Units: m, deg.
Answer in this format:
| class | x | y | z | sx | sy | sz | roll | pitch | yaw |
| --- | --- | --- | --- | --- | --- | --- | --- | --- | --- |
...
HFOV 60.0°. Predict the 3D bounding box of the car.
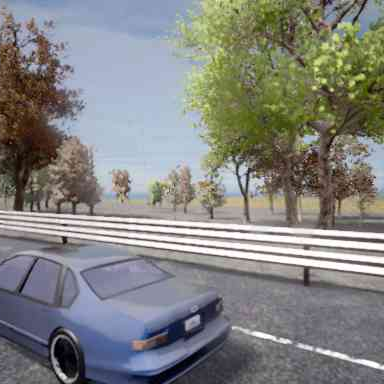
| class | x | y | z | sx | sy | sz | roll | pitch | yaw |
| --- | --- | --- | --- | --- | --- | --- | --- | --- | --- |
| car | -2.025 | 1.574 | 5.335 | 5.357 | 1.411 | 2.033 | 0 | 0 | 36 |
